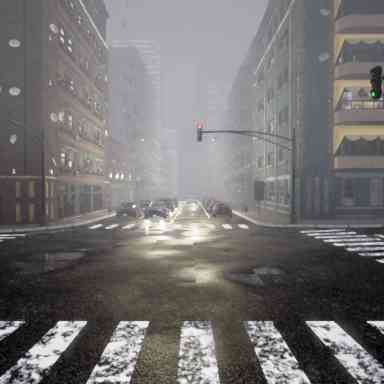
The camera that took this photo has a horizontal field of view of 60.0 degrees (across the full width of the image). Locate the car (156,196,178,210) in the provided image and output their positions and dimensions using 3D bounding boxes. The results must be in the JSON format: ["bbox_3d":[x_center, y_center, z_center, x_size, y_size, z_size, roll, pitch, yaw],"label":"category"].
[{"bbox_3d":[-3.068,1.510,39.941,1.837,1.490,4.892,0,0,0],"label":"car"}]

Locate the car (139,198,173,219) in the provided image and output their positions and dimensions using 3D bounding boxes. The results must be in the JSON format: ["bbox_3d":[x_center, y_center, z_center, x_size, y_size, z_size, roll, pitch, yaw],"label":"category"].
[{"bbox_3d":[-3.079,1.549,29.823,2.033,1.411,5.357,0,0,0],"label":"car"}]

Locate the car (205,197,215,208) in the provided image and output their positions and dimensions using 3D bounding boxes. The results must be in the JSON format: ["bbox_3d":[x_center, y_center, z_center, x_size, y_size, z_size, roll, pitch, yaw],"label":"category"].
[{"bbox_3d":[2.711,1.570,35.822,1.947,1.339,4.313,0,0,0],"label":"car"}]

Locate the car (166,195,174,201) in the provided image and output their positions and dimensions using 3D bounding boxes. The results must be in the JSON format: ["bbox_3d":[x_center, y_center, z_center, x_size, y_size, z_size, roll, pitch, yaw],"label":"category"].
[{"bbox_3d":[-5.635,1.561,85.382,1.752,1.417,4.829,0,0,0],"label":"car"}]

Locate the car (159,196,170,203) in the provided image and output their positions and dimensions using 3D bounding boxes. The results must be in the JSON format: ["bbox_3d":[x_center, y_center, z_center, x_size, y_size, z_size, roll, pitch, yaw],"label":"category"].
[{"bbox_3d":[-5.646,1.604,68.982,1.802,1.307,4.206,0,0,0],"label":"car"}]

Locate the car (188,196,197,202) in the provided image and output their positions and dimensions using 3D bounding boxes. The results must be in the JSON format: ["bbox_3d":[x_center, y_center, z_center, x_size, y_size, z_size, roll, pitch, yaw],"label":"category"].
[{"bbox_3d":[0.052,1.451,69.792,1.895,1.301,4.718,0,0,0],"label":"car"}]

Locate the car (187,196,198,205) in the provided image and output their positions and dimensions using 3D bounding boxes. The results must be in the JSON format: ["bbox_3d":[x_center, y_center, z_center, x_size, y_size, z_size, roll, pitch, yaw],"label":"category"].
[{"bbox_3d":[0.044,1.542,59.757,1.812,1.442,4.674,0,0,0],"label":"car"}]

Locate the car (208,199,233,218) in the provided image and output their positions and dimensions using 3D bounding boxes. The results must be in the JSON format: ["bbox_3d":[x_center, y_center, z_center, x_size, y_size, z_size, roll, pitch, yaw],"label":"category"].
[{"bbox_3d":[2.707,1.584,30.299,1.802,1.307,4.206,0,0,0],"label":"car"}]

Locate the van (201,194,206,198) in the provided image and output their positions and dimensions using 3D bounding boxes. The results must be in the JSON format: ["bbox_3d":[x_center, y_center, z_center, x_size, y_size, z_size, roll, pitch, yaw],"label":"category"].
[{"bbox_3d":[2.721,1.353,52.393,1.690,1.788,3.998,0,0,0],"label":"van"}]

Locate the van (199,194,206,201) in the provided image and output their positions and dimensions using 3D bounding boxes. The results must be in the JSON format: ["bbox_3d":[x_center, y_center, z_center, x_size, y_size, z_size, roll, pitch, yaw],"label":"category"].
[{"bbox_3d":[2.745,1.377,85.534,1.690,1.788,3.998,-1,0,0],"label":"van"}]

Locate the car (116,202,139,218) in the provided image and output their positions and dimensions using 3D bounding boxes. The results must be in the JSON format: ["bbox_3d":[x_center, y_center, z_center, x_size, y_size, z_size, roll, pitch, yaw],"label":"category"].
[{"bbox_3d":[-5.674,1.568,30.317,1.947,1.339,4.313,0,0,0],"label":"car"}]

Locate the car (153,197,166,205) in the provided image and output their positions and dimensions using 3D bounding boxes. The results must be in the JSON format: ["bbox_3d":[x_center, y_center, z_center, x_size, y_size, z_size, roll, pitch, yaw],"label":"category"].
[{"bbox_3d":[-5.654,1.560,57.935,1.887,1.381,4.507,0,0,0],"label":"car"}]

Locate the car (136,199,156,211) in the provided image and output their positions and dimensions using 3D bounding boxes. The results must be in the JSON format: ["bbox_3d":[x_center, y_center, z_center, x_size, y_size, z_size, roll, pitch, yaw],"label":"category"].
[{"bbox_3d":[-5.666,1.572,41.364,1.947,1.339,4.313,0,0,0],"label":"car"}]

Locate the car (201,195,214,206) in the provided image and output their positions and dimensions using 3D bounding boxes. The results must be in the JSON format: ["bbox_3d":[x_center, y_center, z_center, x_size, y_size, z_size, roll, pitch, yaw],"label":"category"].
[{"bbox_3d":[2.719,1.554,46.869,1.887,1.381,4.507,0,0,0],"label":"car"}]
